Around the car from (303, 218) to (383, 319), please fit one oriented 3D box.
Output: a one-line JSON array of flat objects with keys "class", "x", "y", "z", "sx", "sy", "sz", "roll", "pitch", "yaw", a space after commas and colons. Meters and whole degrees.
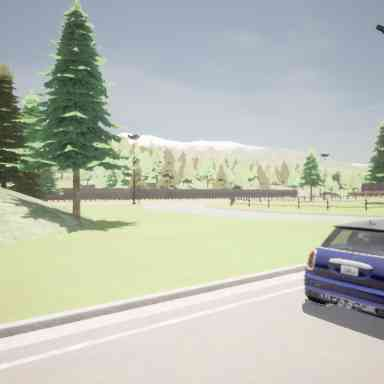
[{"class": "car", "x": 4.399, "y": 1.348, "z": 6.868, "sx": 4.553, "sy": 1.767, "sz": 2.097, "roll": 0, "pitch": 0, "yaw": -35}]
